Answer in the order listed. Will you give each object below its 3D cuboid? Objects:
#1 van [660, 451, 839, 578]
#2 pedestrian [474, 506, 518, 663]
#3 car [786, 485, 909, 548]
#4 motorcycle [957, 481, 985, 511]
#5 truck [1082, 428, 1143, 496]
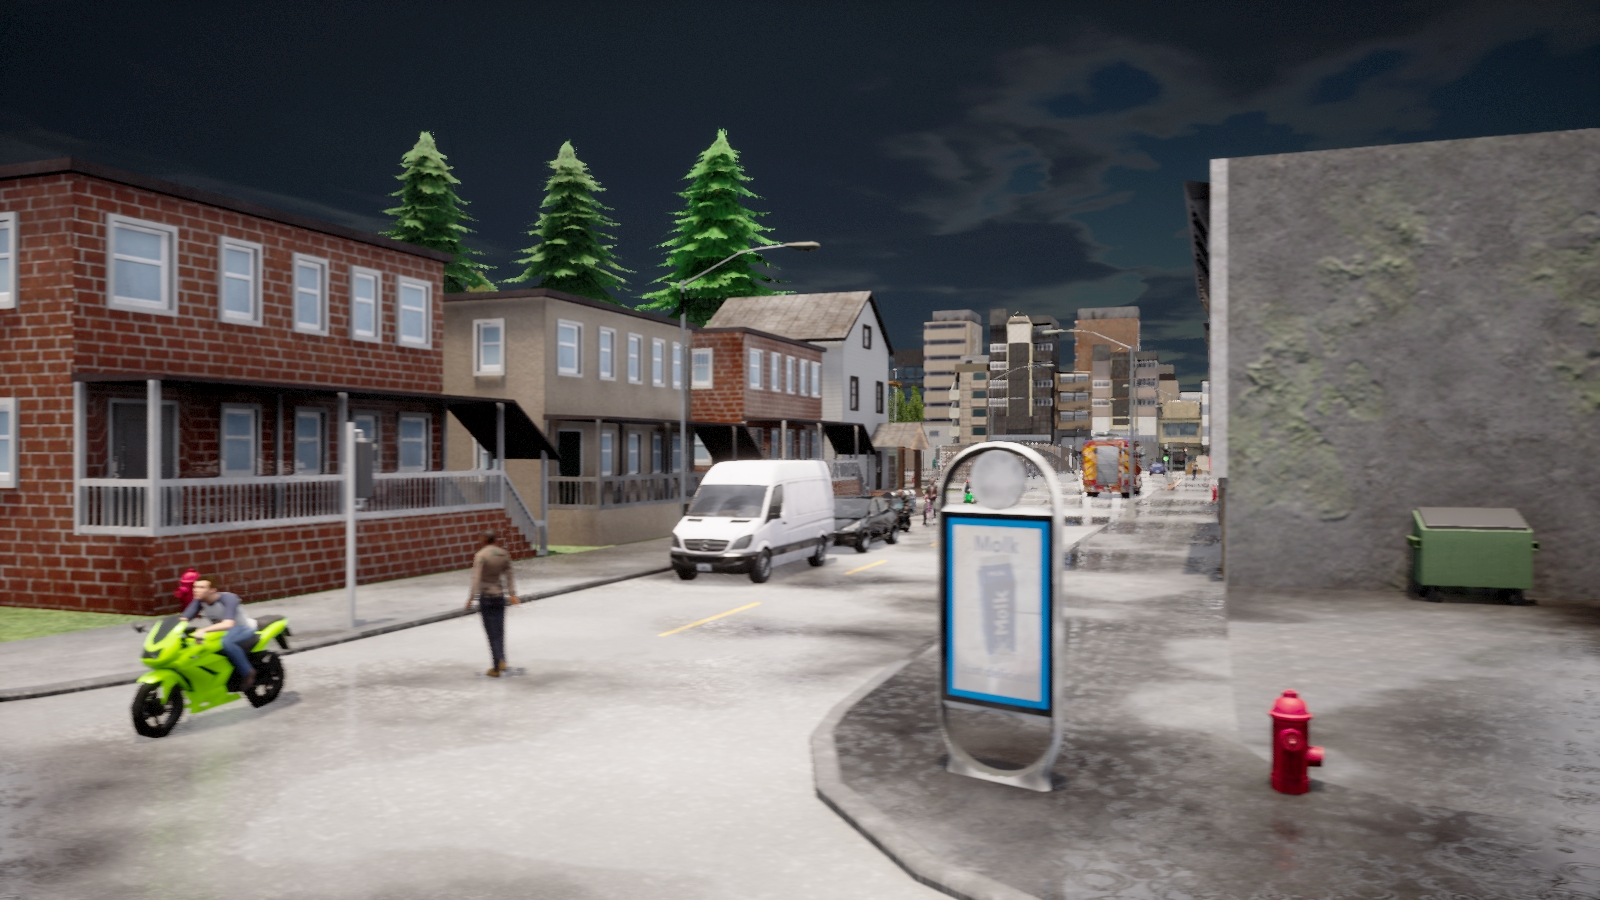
[{"bbox_3d":[-0.971,1.316,26.232,1.988,2.561,5.915,0,0,20],"label":"van"},{"bbox_3d":[-3.720,1.630,13.983,0.375,1.860,0.375,0,0,44],"label":"pedestrian"},{"bbox_3d":[1.469,1.844,32.909,2.163,1.488,4.792,0,0,20],"label":"car"},{"bbox_3d":[7.371,1.964,49.113,0.856,1.236,1.805,0,0,20],"label":"motorcycle"},{"bbox_3d":[19.024,0.672,69.273,2.891,3.827,8.468,0,0,20],"label":"truck"}]
